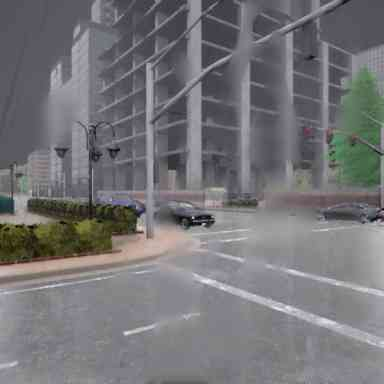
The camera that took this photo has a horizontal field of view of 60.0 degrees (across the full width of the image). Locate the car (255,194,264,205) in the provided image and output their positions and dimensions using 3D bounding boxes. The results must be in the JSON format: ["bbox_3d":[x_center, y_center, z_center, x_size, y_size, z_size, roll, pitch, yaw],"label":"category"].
[{"bbox_3d":[9.500,1.114,52.377,1.905,1.878,3.866,0,0,-36],"label":"car"}]

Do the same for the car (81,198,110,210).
[{"bbox_3d":[-12.774,1.492,43.706,2.033,1.411,5.357,0,0,-36],"label":"car"}]

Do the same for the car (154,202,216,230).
[{"bbox_3d":[-0.613,1.545,21.002,1.895,1.301,4.718,0,0,-36],"label":"car"}]

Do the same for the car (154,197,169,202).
[{"bbox_3d":[-3.729,1.436,43.490,2.128,1.511,4.902,0,0,-36],"label":"car"}]

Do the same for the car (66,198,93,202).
[{"bbox_3d":[-13.947,1.491,39.360,2.033,1.411,5.357,0,0,-36],"label":"car"}]

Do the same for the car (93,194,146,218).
[{"bbox_3d":[-6.345,1.166,28.894,2.150,2.045,5.566,0,0,-36],"label":"car"}]

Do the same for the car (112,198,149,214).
[{"bbox_3d":[-6.638,1.422,35.255,1.882,1.535,5.008,0,0,-36],"label":"car"}]

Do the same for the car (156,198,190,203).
[{"bbox_3d":[-0.807,1.470,27.224,1.812,1.442,4.674,0,0,-36],"label":"car"}]

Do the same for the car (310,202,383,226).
[{"bbox_3d":[10.943,1.459,23.600,4.902,1.511,2.128,1,1,38],"label":"car"}]

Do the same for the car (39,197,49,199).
[{"bbox_3d":[-23.563,1.513,52.761,1.812,1.442,4.674,0,0,-36],"label":"car"}]

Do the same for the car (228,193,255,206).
[{"bbox_3d":[7.110,1.114,50.663,1.905,1.878,3.866,0,0,-36],"label":"car"}]
